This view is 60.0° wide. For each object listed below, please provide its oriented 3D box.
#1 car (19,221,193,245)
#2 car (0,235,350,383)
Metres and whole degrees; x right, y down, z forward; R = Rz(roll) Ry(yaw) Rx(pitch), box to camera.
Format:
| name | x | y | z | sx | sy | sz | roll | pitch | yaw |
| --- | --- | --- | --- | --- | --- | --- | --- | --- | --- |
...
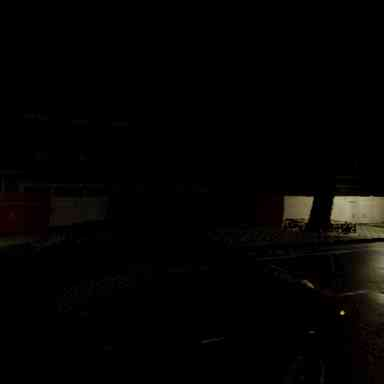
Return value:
| name | x | y | z | sx | sy | sz | roll | pitch | yaw |
| --- | --- | --- | --- | --- | --- | --- | --- | --- | --- |
| car | -1.776 | 1.306 | 6.472 | 5.357 | 1.411 | 2.033 | 1 | 2 | -25 |
| car | -0.432 | 1.401 | 3.514 | 4.674 | 1.442 | 1.812 | 1 | 2 | -25 |
